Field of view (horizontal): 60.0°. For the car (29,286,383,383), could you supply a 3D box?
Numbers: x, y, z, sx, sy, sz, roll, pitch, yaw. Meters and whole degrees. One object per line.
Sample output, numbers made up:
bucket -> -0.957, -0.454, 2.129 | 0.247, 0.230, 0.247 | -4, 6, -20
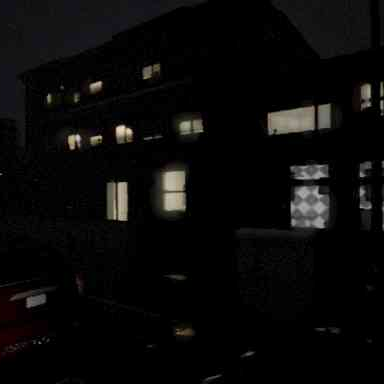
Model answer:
car -> 0.926, 1.580, 2.227 | 4.206, 1.307, 1.802 | 0, -1, 35

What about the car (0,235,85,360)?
car -> -3.596, 1.430, 5.441 | 4.097, 1.590, 1.967 | 0, -1, 35
